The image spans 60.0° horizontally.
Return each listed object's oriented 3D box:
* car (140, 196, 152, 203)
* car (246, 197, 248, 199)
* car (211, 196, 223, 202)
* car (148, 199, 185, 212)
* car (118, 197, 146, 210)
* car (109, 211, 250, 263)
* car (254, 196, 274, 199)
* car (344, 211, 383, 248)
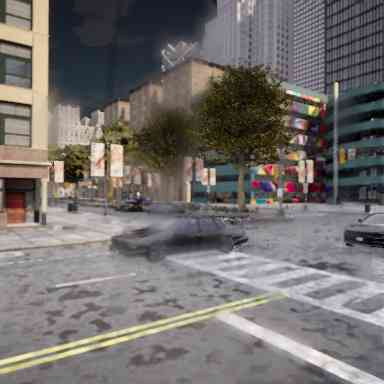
[{"bbox_3d":[-9.756,1.558,67.312,2.097,1.767,4.553,0,0,-37],"label":"car"},{"bbox_3d":[15.023,1.876,85.633,1.895,1.301,4.718,0,0,-36],"label":"car"},{"bbox_3d":[5.370,1.748,79.186,2.161,1.482,4.786,0,0,-36],"label":"car"},{"bbox_3d":[-2.735,1.730,37.504,1.895,1.301,4.718,0,0,-36],"label":"car"},{"bbox_3d":[-8.540,1.693,45.592,1.994,1.385,4.181,0,0,-37],"label":"car"},{"bbox_3d":[-0.270,1.593,12.394,5.357,1.411,2.033,0,0,-35],"label":"car"},{"bbox_3d":[15.845,1.684,71.701,2.002,1.452,4.674,0,0,-36],"label":"car"},{"bbox_3d":[8.553,1.578,14.388,5.008,1.535,1.882,1,0,-35],"label":"car"}]
